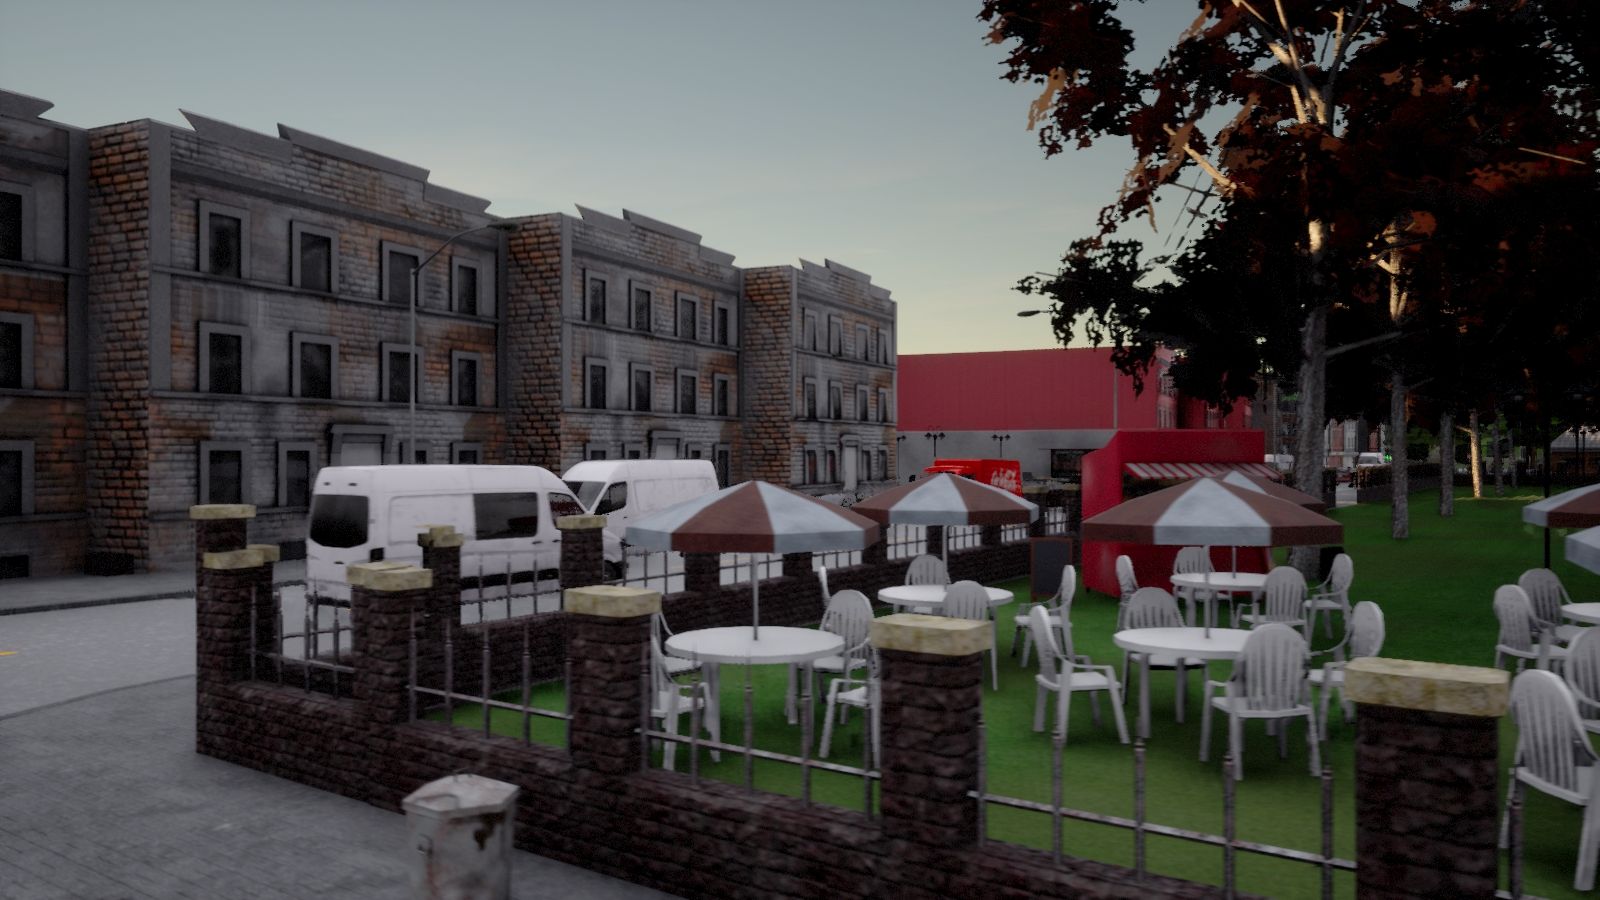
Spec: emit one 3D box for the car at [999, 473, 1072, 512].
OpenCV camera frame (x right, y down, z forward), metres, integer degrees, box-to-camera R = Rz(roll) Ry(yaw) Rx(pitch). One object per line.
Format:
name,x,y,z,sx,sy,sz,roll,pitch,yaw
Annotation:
car,10.274,1.806,49.612,1.789,1.549,3.705,0,0,35

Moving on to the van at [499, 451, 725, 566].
van,-4.505,1.315,28.479,1.988,2.561,5.915,0,0,35

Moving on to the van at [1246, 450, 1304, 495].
van,28.698,1.315,68.962,1.988,2.561,5.915,0,0,35

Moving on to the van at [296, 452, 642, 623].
van,-5.569,1.315,20.178,1.988,2.561,5.915,0,0,35

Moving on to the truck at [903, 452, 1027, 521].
truck,6.448,1.358,44.130,2.627,2.467,5.204,0,-1,35
